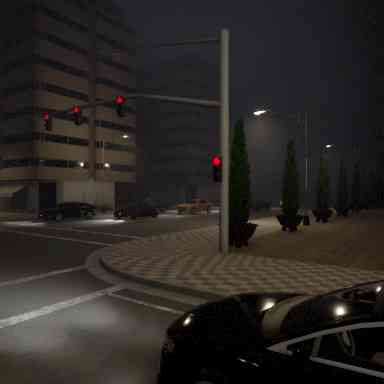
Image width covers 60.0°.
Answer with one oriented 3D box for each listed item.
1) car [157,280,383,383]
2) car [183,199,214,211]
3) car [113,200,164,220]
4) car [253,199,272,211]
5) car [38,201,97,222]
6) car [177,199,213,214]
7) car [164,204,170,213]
[{"bbox_3d":[1.890,1.492,2.626,4.902,1.511,2.128,0,0,36],"label":"car"},{"bbox_3d":[0.899,1.619,43.135,1.994,1.385,4.181,0,0,36],"label":"car"},{"bbox_3d":[-4.797,1.619,29.032,1.994,1.385,4.181,0,0,35],"label":"car"},{"bbox_3d":[8.240,1.548,41.077,2.128,1.511,4.902,0,0,35],"label":"car"},{"bbox_3d":[-10.172,1.560,27.488,1.837,1.490,4.892,0,0,35],"label":"car"},{"bbox_3d":[0.353,1.533,36.320,1.882,1.535,5.008,0,0,35],"label":"car"},{"bbox_3d":[-4.552,1.603,35.445,2.033,1.411,5.357,0,0,35],"label":"car"}]
